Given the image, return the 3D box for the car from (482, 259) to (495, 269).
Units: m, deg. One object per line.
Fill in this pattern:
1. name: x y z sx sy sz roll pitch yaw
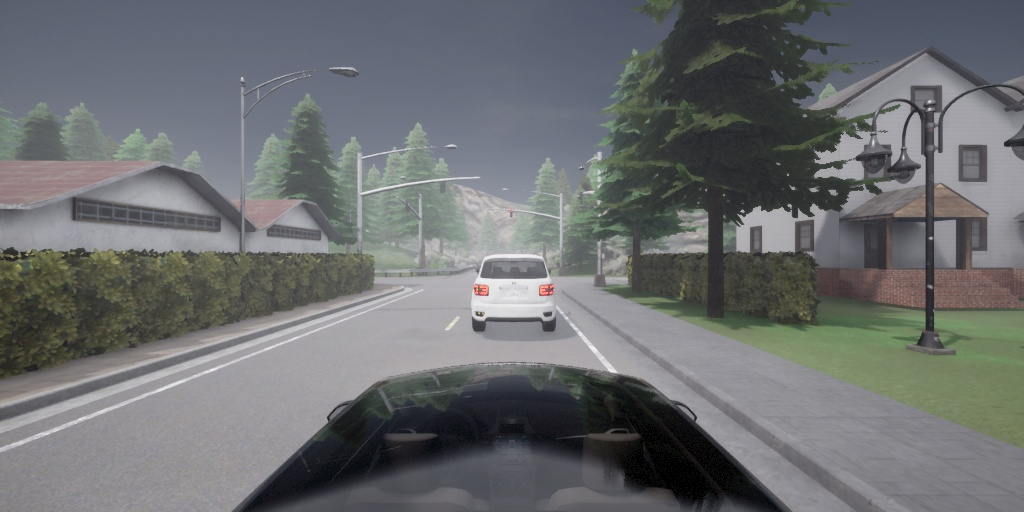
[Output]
1. car: -3.615 1.276 56.338 1.812 1.442 4.674 0 0 0

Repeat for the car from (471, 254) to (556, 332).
1. car: 0.061 0.971 11.023 2.150 2.045 5.566 0 0 0

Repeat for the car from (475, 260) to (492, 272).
1. car: -3.613 1.255 46.098 1.837 1.490 4.892 0 0 0
